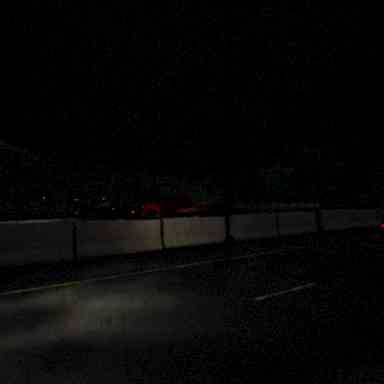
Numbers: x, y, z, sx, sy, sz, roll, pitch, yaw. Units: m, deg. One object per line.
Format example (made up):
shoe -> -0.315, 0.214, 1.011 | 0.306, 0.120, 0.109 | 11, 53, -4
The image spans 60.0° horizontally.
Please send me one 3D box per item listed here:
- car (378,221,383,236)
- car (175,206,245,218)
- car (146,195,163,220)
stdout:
car -> 10.973, 1.593, 15.874 | 5.357, 1.411, 2.033 | 1, 0, -36
car -> 1.788, 1.574, 22.466 | 5.357, 1.411, 2.033 | 0, 0, -36
car -> -2.440, 1.247, 28.048 | 5.566, 2.045, 2.150 | 0, 0, -35
